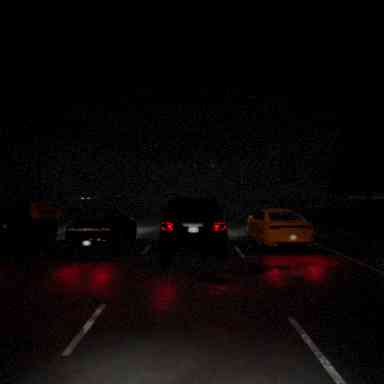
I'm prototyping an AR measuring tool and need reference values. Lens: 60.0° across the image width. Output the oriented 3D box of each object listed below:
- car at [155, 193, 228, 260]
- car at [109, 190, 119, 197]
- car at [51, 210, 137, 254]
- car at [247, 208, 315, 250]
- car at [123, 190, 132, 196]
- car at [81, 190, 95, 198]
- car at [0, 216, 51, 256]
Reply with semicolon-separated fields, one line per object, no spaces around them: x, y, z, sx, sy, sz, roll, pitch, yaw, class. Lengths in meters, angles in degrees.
0.061;1.181;12.406;2.150;2.045;5.566;0;0;0;car
-21.845;0.817;92.947;1.994;1.385;4.181;0;1;-3;car
-3.444;1.447;13.314;2.128;1.511;4.902;0;0;0;car
3.556;1.429;14.136;1.882;1.535;5.008;0;0;0;car
-18.386;0.486;93.713;2.150;2.045;5.566;0;1;-3;car
-28.639;0.644;90.394;2.097;1.767;4.553;0;1;-3;car
-6.945;1.558;12.906;1.895;1.301;4.718;0;0;0;car
